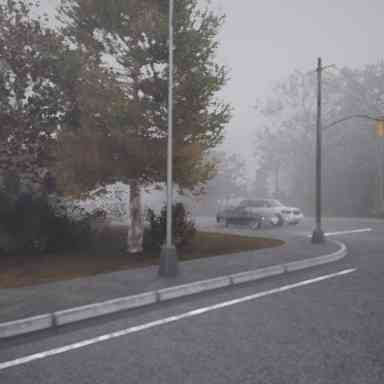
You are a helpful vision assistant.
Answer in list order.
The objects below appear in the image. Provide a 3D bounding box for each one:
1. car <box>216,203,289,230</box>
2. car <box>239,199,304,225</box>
[{"bbox_3d":[3.707,1.707,22.649,2.128,1.511,4.902,1,-2,-37],"label":"car"},{"bbox_3d":[5.787,1.521,25.724,2.150,2.045,5.566,1,-3,-38],"label":"car"}]
